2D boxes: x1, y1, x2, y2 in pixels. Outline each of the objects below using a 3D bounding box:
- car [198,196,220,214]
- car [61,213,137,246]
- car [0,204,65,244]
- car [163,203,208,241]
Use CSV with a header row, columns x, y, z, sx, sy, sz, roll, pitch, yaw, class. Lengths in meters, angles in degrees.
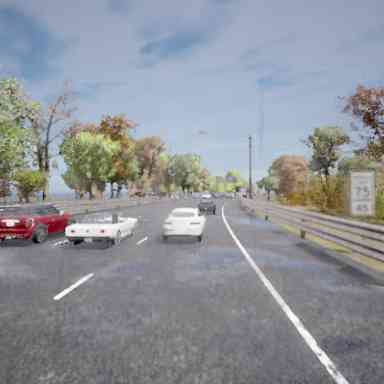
x,y,z,sx,sy,sz,roll,pitch,yaw,class
1.607,1.463,35.118,2.128,1.511,4.902,0,0,5,car
-3.916,1.591,15.335,1.895,1.301,4.718,0,0,4,car
-7.372,1.346,15.962,2.097,1.767,4.553,0,0,4,car
-0.302,1.511,16.626,1.812,1.442,4.674,0,0,4,car
